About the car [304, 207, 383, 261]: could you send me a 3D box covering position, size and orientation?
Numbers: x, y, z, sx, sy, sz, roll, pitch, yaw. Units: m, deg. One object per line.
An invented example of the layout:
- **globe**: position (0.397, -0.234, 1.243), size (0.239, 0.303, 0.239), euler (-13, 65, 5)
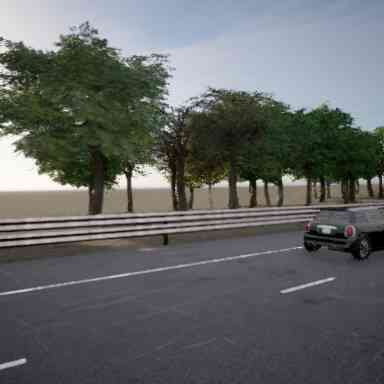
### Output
- **car**: position (6.307, 1.341, 12.546), size (4.553, 1.767, 2.097), euler (0, 0, -35)
